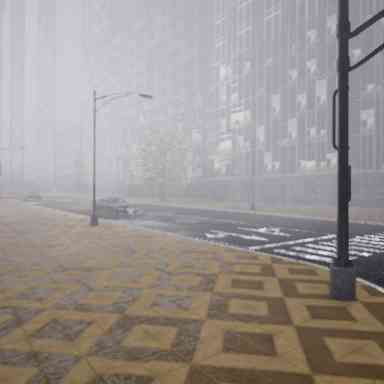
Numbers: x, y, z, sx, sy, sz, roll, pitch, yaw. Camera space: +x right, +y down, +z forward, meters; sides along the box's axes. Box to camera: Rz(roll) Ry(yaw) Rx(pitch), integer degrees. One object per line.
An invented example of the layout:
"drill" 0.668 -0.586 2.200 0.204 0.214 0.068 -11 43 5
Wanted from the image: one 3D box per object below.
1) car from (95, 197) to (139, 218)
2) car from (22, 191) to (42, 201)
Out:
"car" -5.874 1.125 25.709 2.128 1.511 4.902 0 1 -38
"car" -22.925 0.539 47.547 1.994 1.385 4.181 0 1 -38
